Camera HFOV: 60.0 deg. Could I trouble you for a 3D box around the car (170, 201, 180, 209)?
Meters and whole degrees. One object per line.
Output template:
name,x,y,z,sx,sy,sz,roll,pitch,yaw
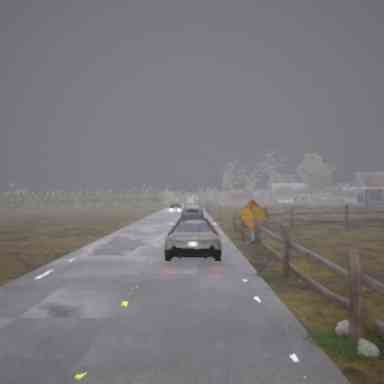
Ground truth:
car,-2.786,2.225,57.777,1.895,1.301,4.718,0,-1,1

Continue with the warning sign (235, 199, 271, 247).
warning sign,2.456,1.204,13.532,1.300,1.860,1.060,0,0,0

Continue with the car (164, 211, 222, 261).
car,0.049,1.648,12.674,1.994,1.385,4.181,0,0,1

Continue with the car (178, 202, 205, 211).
car,0.052,1.724,27.605,1.837,1.490,4.892,0,0,1
